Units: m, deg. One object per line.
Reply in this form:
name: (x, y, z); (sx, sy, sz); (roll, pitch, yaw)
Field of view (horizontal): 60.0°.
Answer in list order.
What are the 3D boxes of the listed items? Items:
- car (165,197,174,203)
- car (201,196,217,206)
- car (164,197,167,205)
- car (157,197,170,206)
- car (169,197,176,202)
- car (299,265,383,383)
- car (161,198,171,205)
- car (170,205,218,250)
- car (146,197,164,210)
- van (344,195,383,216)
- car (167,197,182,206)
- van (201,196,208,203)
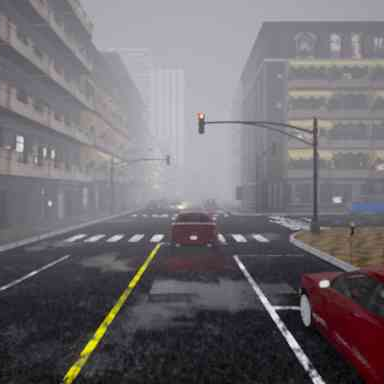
car: (-5.384, 1.946, 80.556); (1.752, 1.417, 4.829); (-1, 0, 0)
car: (2.886, 1.705, 53.049); (1.967, 1.590, 4.097); (-1, 0, 0)
car: (-5.493, 1.833, 53.087); (1.947, 1.339, 4.313); (-1, 0, 0)
car: (-5.450, 1.768, 64.143); (1.967, 1.590, 4.097); (-1, 0, 0)
car: (-5.338, 2.069, 91.782); (1.802, 1.307, 4.206); (-1, 0, 0)
car: (2.692, 1.563, 4.051); (1.887, 1.381, 4.507); (0, 0, 0)
car: (-5.427, 1.941, 69.671); (1.802, 1.307, 4.206); (-1, 0, 0)
car: (0.092, 1.547, 14.689); (1.882, 1.535, 5.008); (0, 0, 1)
car: (-5.514, 1.788, 47.560); (2.008, 1.369, 4.403); (-1, 0, 0)
van: (15.752, 1.173, 29.572); (3.998, 1.788, 1.690); (-1, 1, -1)
car: (-2.804, 1.856, 60.866); (2.033, 1.411, 5.357); (0, 0, 1)
van: (2.995, 1.761, 80.688); (1.690, 1.788, 3.998); (-1, 0, 0)
